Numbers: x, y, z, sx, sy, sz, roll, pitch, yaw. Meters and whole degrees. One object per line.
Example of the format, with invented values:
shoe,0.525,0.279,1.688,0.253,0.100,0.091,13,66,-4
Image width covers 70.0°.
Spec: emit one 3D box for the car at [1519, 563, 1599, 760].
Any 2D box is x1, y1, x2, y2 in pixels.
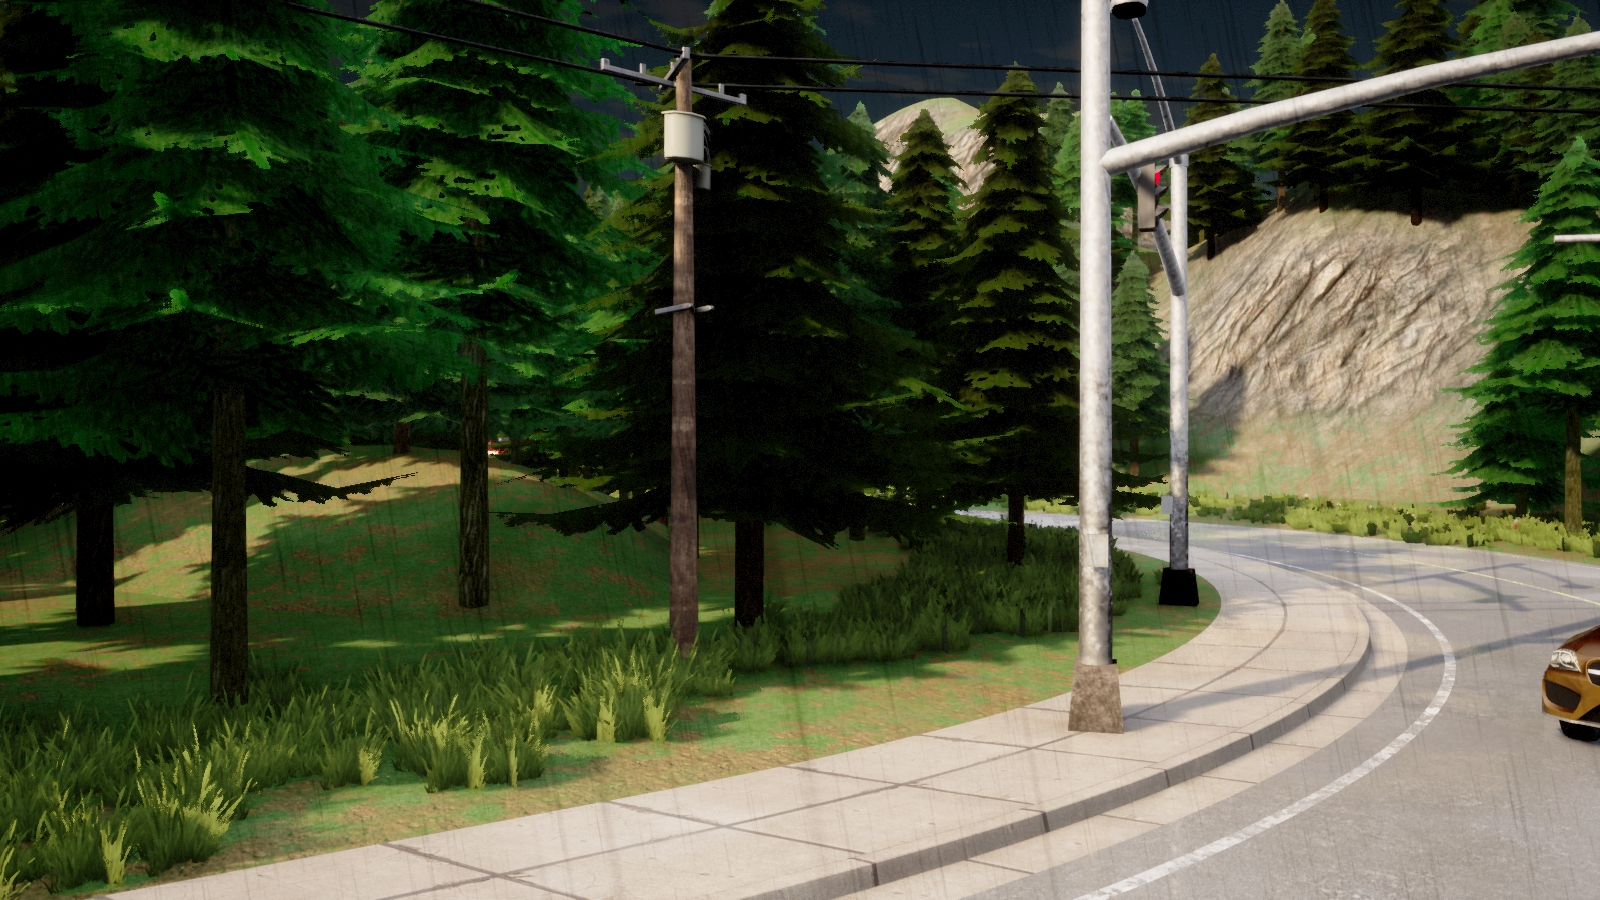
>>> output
car,9.577,1.970,11.147,5.027,1.651,2.152,0,0,-29
